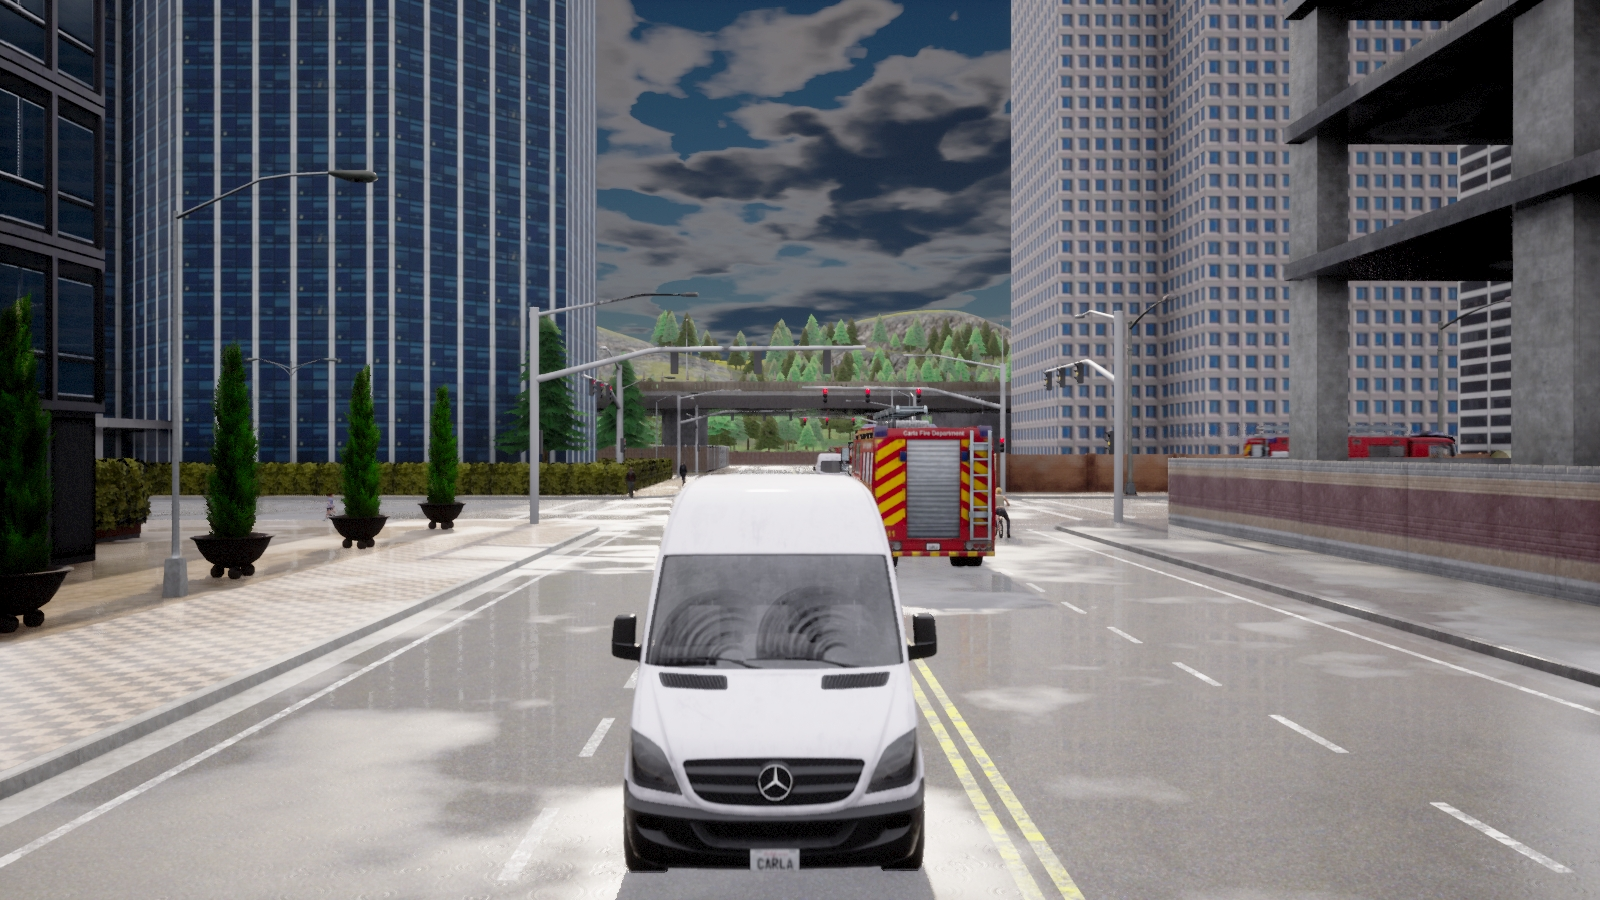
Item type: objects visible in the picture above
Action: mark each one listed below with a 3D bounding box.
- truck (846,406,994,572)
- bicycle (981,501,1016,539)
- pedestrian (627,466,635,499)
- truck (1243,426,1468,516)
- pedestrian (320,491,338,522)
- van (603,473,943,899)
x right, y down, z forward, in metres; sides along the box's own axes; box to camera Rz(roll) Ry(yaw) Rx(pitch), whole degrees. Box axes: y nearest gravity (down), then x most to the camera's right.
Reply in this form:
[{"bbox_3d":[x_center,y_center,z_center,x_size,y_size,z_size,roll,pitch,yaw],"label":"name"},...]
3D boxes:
[{"bbox_3d":[2.932,0.891,30.480,2.891,3.827,8.468,0,0,-1],"label":"truck"},{"bbox_3d":[6.346,2.233,36.588,0.859,1.126,1.487,0,0,-1],"label":"bicycle"},{"bbox_3d":[-9.575,1.849,64.846,0.375,1.860,0.375,0,0,5],"label":"pedestrian"},{"bbox_3d":[24.219,0.890,50.083,8.468,3.827,2.891,0,0,-1],"label":"truck"},{"bbox_3d":[-17.392,2.076,42.187,0.500,1.100,0.500,0,0,-3],"label":"pedestrian"},{"bbox_3d":[-0.207,1.534,9.647,1.988,2.561,5.915,0,0,-1],"label":"van"}]
